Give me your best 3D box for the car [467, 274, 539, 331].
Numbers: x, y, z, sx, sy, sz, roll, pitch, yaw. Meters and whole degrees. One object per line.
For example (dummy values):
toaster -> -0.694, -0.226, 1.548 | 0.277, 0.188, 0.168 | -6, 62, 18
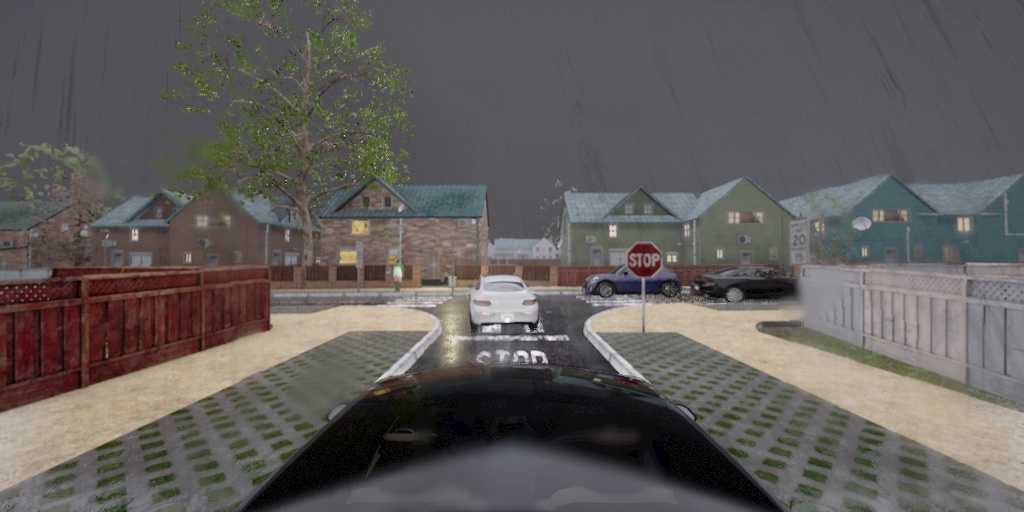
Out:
car -> -0.373, 1.280, 10.964 | 1.812, 1.442, 4.674 | 0, 0, -6

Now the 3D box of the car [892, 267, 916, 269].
car -> 18.901, 1.212, 17.806 | 4.674, 1.442, 1.812 | 0, -2, 1

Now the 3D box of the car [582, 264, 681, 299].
car -> 5.861, 1.149, 17.984 | 4.553, 1.767, 2.097 | -1, -1, 1

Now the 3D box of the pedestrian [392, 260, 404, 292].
pedestrian -> -6.708, 1.132, 21.064 | 0.375, 1.860, 0.375 | 0, -1, 1

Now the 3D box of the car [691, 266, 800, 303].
car -> 10.185, 1.159, 14.972 | 5.008, 1.535, 1.882 | -1, -2, 1
